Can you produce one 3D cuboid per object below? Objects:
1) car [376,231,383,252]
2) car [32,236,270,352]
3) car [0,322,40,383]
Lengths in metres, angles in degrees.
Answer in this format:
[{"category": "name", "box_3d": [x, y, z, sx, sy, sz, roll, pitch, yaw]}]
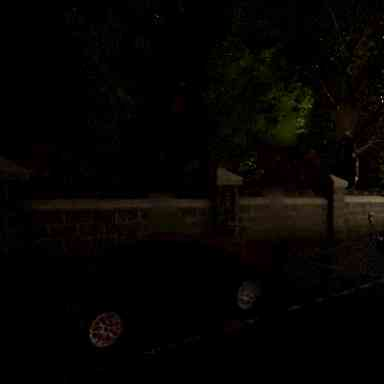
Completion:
[{"category": "car", "box_3d": [8.767, 1.619, 12.779, 4.403, 1.369, 2.008, 0, 0, -35]}, {"category": "car", "box_3d": [-0.497, 1.560, 6.193, 4.507, 1.381, 1.887, 0, 0, -35]}, {"category": "car", "box_3d": [-3.249, 1.494, 0.942, 4.892, 1.490, 1.837, 0, 0, -35]}]
